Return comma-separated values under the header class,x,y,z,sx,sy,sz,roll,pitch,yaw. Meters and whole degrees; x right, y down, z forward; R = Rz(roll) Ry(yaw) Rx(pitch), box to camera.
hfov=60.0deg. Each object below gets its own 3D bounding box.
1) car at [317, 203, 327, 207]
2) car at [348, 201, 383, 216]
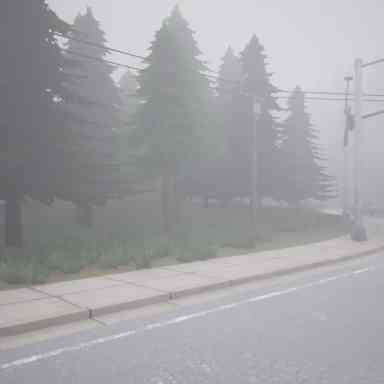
class,x,y,z,sx,sy,sz,roll,pitch,yaw
car,14.745,1.548,42.585,2.033,1.411,5.357,0,0,-25
car,17.269,1.601,32.381,1.895,1.301,4.718,0,0,-5
